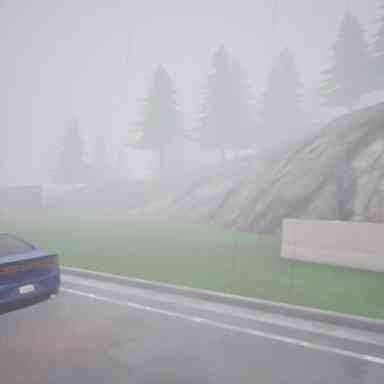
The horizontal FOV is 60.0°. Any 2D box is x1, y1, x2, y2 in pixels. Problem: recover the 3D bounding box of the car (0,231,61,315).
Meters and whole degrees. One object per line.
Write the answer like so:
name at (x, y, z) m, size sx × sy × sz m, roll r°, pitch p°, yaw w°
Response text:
car at (-4.912, 1.541, 7.035) m, size 5.008 × 1.535 × 1.882 m, roll -1°, pitch 0°, yaw 33°
